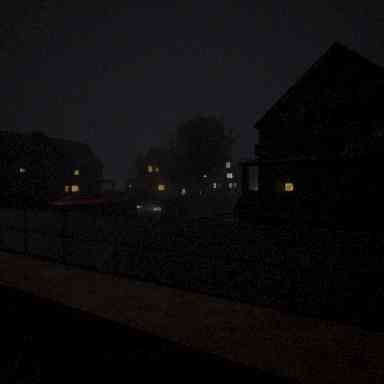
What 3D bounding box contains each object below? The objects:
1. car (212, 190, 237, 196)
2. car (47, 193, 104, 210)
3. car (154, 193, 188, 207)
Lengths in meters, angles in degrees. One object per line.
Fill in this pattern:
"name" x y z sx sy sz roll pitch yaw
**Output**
"car" 4.407 0.506 44.466 2.128 1.511 4.902 1 2 36
"car" -8.963 0.906 25.677 2.097 1.767 4.553 1 2 35
"car" -2.089 0.839 35.368 1.994 1.385 4.181 1 2 35
